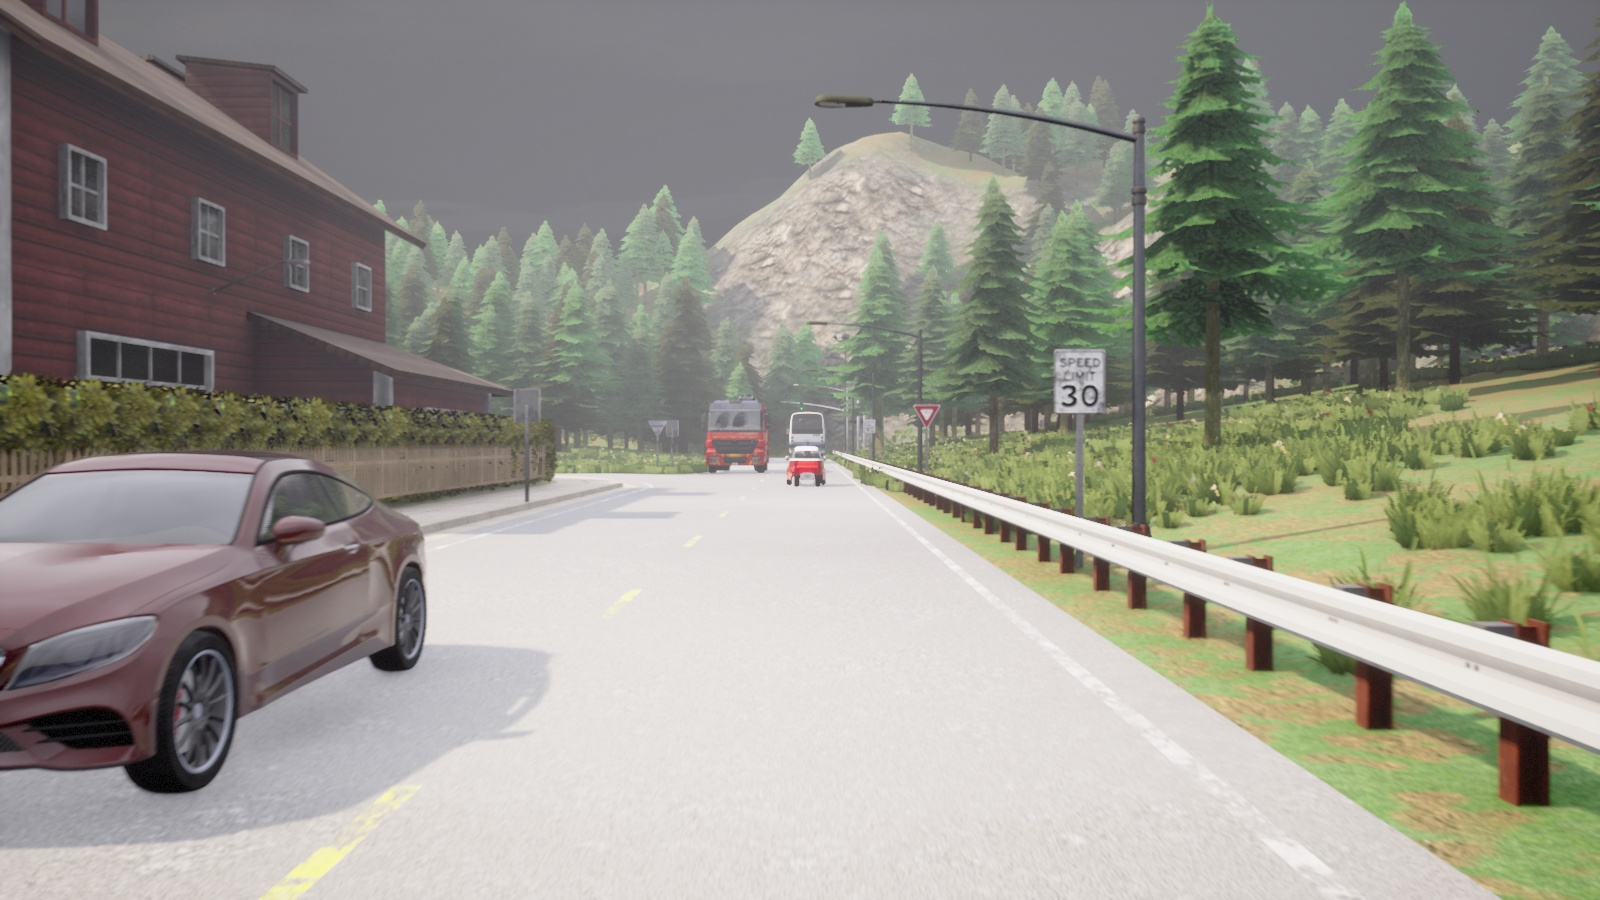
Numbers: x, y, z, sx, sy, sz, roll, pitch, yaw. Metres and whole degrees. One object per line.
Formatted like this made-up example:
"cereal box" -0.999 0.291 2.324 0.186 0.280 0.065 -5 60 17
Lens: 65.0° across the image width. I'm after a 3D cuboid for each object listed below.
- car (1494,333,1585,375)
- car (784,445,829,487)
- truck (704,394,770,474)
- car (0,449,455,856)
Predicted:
"car" 42.113 -5.421 71.622 2.033 1.649 4.856 0 -4 -4
"car" 0.212 0.543 43.914 1.481 1.376 2.207 0 1 -2
"truck" -3.118 -0.795 64.430 2.891 3.827 8.468 0 0 0
"car" -3.446 0.729 6.863 1.812 1.442 4.674 0 0 0
